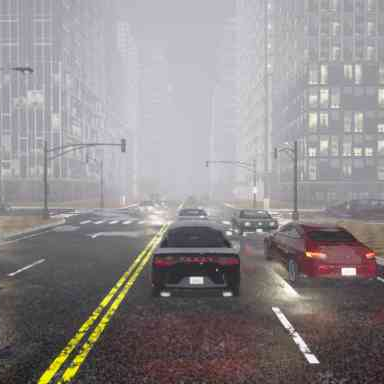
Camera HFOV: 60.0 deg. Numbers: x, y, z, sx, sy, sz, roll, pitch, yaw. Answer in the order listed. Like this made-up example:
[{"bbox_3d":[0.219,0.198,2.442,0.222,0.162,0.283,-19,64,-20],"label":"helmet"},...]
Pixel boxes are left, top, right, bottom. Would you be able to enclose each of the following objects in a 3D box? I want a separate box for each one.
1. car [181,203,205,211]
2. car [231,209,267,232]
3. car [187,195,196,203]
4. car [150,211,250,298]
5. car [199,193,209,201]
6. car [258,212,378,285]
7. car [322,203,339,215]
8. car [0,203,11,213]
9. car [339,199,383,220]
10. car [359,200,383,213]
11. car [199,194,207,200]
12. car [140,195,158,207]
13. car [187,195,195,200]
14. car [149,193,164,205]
[{"bbox_3d":[0.045,1.538,18.412,2.033,1.411,5.357,0,0,0],"label":"car"},{"bbox_3d":[3.296,1.591,18.474,1.895,1.301,4.718,0,0,0],"label":"car"},{"bbox_3d":[-0.090,1.453,64.373,1.837,1.490,4.892,0,0,0],"label":"car"},{"bbox_3d":[0.071,1.474,8.591,1.882,1.535,5.008,0,0,0],"label":"car"},{"bbox_3d":[3.017,1.143,79.993,2.150,2.045,5.566,0,0,0],"label":"car"},{"bbox_3d":[3.323,1.521,9.355,1.812,1.442,4.674,0,0,0],"label":"car"},{"bbox_3d":[16.196,1.637,35.001,4.674,1.442,1.812,1,1,1],"label":"car"},{"bbox_3d":[-20.075,1.364,32.292,4.674,1.442,1.812,1,1,1],"label":"car"},{"bbox_3d":[16.116,1.519,29.212,5.009,1.841,2.192,1,0,1],"label":"car"},{"bbox_3d":[21.700,1.643,37.515,4.829,1.417,1.752,1,0,1],"label":"car"},{"bbox_3d":[2.986,1.267,90.381,2.128,1.511,4.902,0,0,0],"label":"car"},{"bbox_3d":[-6.739,1.528,50.688,1.994,1.385,4.181,0,0,0],"label":"car"},{"bbox_3d":[-0.268,1.460,91.435,1.994,1.385,4.181,0,0,0],"label":"car"},{"bbox_3d":[-6.751,1.175,59.720,2.150,2.045,5.566,0,0,0],"label":"car"}]
